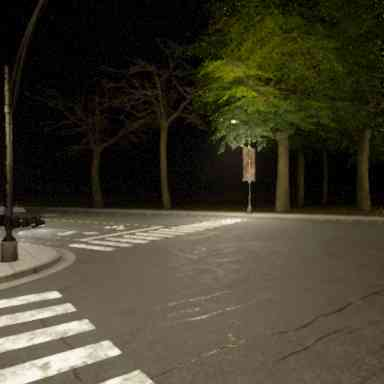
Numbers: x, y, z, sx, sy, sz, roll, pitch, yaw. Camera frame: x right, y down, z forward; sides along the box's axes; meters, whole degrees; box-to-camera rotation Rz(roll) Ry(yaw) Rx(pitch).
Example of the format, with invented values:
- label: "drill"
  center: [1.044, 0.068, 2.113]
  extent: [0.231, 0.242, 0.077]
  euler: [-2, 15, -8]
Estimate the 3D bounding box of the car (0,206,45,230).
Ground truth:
- label: "car"
  center: [-11.943, 1.619, 21.680]
  extent: [5.357, 1.411, 2.033]
  euler: [0, 0, 32]
